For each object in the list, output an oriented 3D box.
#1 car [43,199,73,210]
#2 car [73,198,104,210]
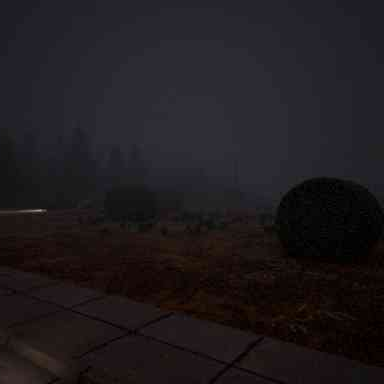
[{"bbox_3d":[-16.700,1.551,42.286,1.994,1.385,4.181,0,0,37],"label":"car"},{"bbox_3d":[-12.188,1.514,42.136,1.812,1.442,4.674,0,0,37],"label":"car"}]
